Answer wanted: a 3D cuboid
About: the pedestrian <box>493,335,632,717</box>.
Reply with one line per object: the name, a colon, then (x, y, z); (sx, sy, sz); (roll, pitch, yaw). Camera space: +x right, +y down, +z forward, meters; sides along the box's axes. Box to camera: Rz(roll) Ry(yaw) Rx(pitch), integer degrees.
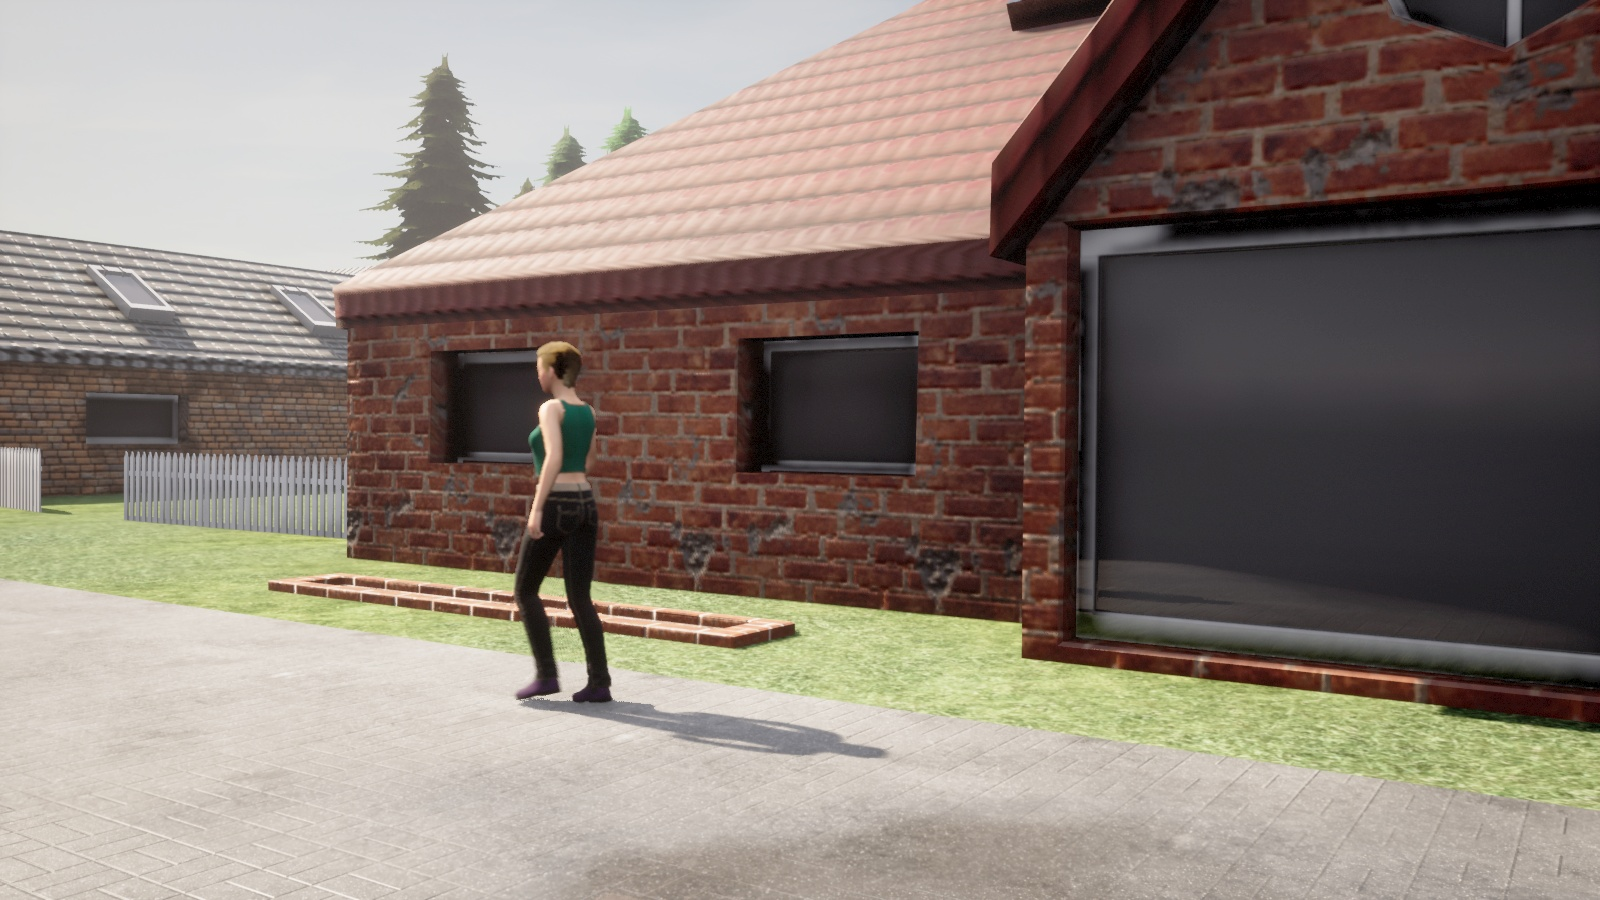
pedestrian: (-1.200, 0.365, 6.332); (0.594, 1.836, 0.345); (0, 1, 33)
